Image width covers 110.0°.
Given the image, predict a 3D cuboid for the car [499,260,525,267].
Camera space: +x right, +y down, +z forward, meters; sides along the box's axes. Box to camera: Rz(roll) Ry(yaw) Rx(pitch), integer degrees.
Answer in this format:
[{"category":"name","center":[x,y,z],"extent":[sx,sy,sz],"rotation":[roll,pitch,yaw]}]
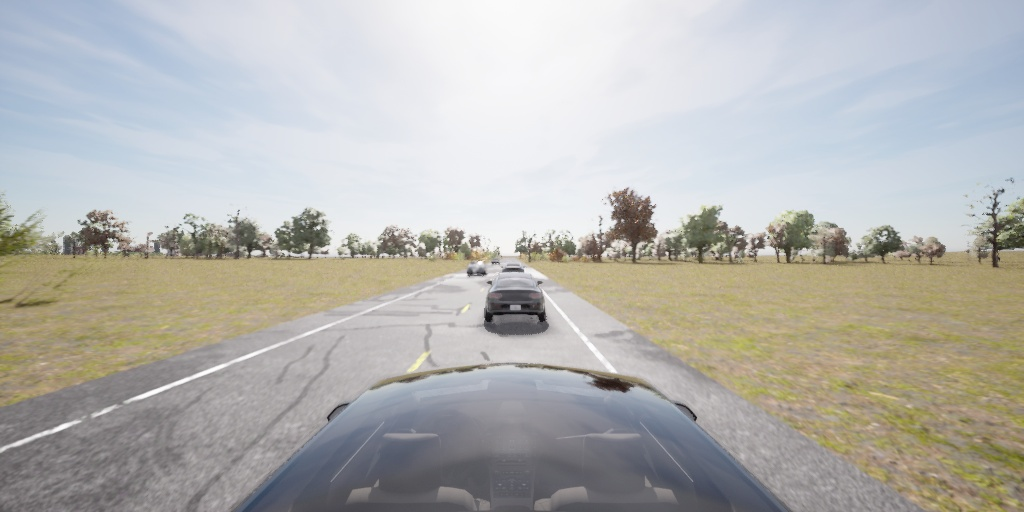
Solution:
[{"category":"car","center":[0.098,1.261,30.367],"extent":[1.837,1.490,4.892],"rotation":[0,0,0]}]

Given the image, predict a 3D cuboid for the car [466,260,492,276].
[{"category":"car","center":[-3.595,1.249,37.318],"extent":[2.128,1.511,4.902],"rotation":[0,0,0]}]

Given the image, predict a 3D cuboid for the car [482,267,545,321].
[{"category":"car","center":[0.100,1.278,12.345],"extent":[1.812,1.442,4.674],"rotation":[0,0,0]}]
